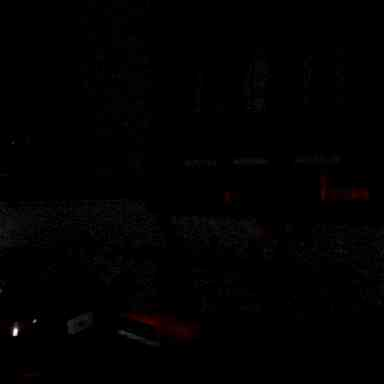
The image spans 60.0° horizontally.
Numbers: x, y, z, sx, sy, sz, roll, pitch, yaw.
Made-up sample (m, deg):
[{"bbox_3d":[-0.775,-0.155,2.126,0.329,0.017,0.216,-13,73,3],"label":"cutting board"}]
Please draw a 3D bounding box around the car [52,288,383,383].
[{"bbox_3d":[1.333,1.548,2.046,4.313,1.339,1.947,1,1,34],"label":"car"}]

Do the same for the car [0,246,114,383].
[{"bbox_3d":[-2.992,1.505,4.940,4.313,1.339,1.947,1,1,34],"label":"car"}]
